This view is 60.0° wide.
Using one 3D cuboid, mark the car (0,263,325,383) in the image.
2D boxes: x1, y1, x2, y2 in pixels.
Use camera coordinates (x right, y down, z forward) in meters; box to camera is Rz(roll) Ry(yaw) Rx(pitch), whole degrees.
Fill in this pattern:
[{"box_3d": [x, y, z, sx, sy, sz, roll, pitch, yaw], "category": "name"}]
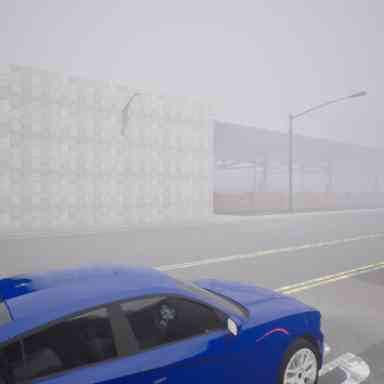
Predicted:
[{"box_3d": [-0.723, 1.478, 3.234, 5.008, 1.535, 1.882, 0, 0, -36], "category": "car"}]
